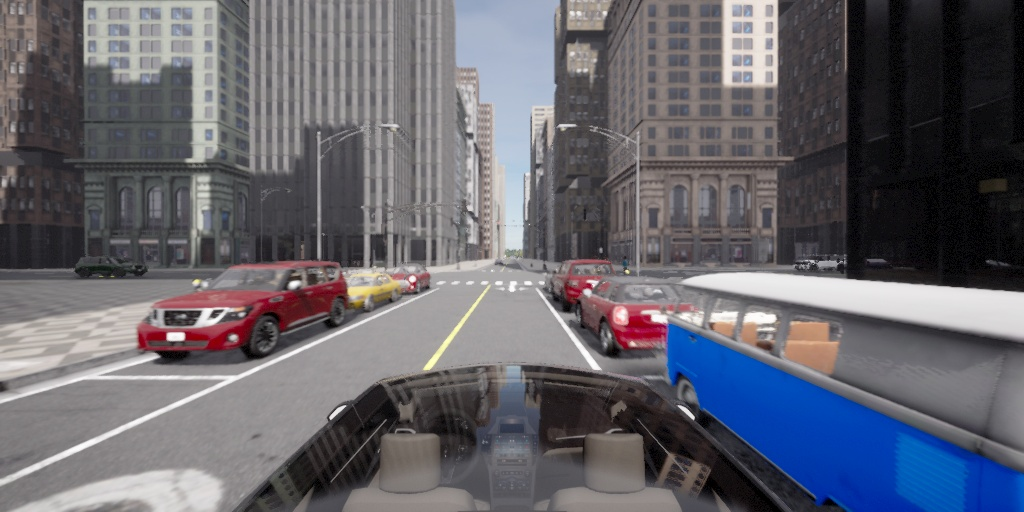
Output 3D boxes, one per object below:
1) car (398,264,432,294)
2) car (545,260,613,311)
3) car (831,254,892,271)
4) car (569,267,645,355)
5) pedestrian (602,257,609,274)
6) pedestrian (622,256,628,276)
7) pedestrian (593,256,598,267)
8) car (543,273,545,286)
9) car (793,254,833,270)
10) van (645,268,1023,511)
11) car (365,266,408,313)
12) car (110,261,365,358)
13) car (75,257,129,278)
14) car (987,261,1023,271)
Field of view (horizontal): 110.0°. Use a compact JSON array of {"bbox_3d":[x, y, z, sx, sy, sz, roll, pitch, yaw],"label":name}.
[{"bbox_3d":[-5.761,1.181,19.867,1.967,1.591,4.097,0,0,0],"label":"car"},{"bbox_3d":[2.764,1.058,14.265,2.192,1.841,5.009,0,0,0],"label":"car"},{"bbox_3d":[37.863,0.970,38.658,4.553,1.767,2.097,0,0,0],"label":"car"},{"bbox_3d":[2.763,1.186,8.663,1.967,1.591,4.097,0,0,0],"label":"car"},{"bbox_3d":[6.663,0.882,25.344,0.375,1.860,0.375,0,0,0],"label":"pedestrian"},{"bbox_3d":[8.137,0.891,25.944,0.375,1.860,0.375,0,0,0],"label":"pedestrian"},{"bbox_3d":[6.137,0.883,26.544,0.375,1.860,0.375,0,0,0],"label":"pedestrian"},{"bbox_3d":[2.764,1.291,19.867,2.007,1.370,4.403,0,0,0],"label":"car"},{"bbox_3d":[36.153,0.830,41.911,5.566,2.045,2.150,0,0,0],"label":"car"},{"bbox_3d":[2.763,1.090,3.062,1.690,1.789,3.998,0,0,0],"label":"van"},{"bbox_3d":[-5.762,1.269,14.095,1.751,1.417,4.829,0,0,0],"label":"car"},{"bbox_3d":[-5.762,1.061,8.662,2.192,1.841,5.009,0,0,0],"label":"car"},{"bbox_3d":[-39.384,1.072,35.291,5.566,2.045,2.150,0,0,0],"label":"car"},{"bbox_3d":[42.705,1.138,32.045,4.892,1.490,1.837,1,0,1],"label":"car"}]
